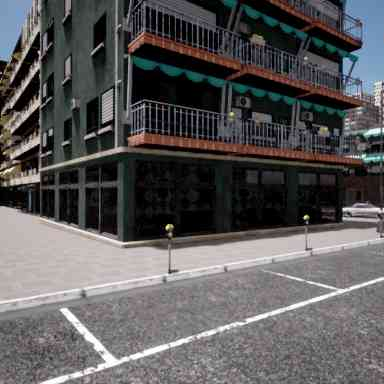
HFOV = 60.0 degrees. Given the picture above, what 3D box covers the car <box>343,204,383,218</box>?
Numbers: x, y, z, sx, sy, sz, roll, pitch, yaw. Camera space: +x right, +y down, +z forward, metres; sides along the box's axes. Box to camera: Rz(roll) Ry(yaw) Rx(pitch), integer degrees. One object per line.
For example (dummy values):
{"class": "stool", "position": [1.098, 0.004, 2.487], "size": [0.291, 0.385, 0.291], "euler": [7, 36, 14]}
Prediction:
{"class": "car", "position": [16.787, 1.791, 31.906], "size": [1.895, 1.301, 4.718], "euler": [0, -1, -36]}
